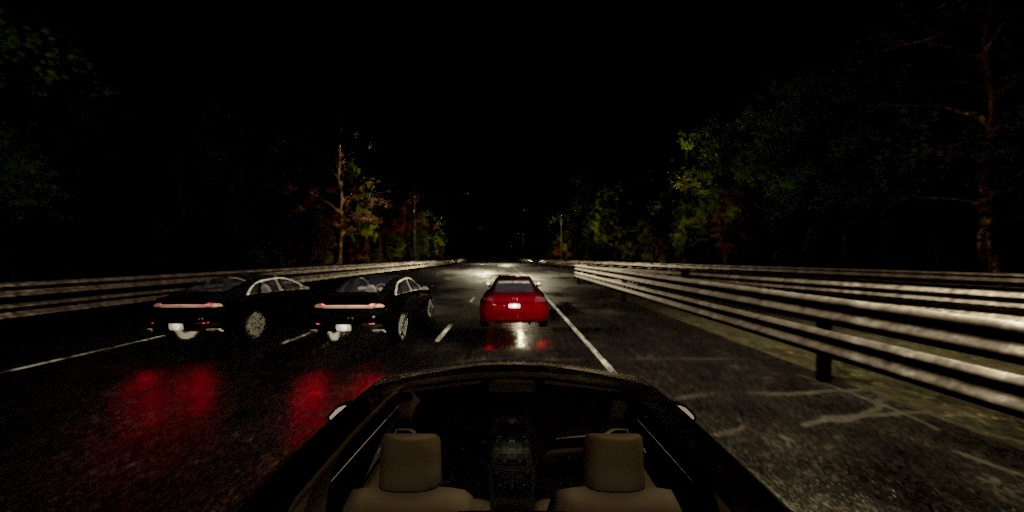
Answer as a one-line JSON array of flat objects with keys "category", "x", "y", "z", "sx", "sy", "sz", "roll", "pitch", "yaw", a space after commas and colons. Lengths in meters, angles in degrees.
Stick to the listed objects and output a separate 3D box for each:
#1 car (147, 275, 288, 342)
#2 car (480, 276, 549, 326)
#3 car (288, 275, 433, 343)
[{"category": "car", "x": -6.935, "y": 1.253, "z": 9.819, "sx": 2.128, "sy": 1.511, "sz": 4.902, "roll": 0, "pitch": 0, "yaw": 0}, {"category": "car", "x": 0.053, "y": 1.325, "z": 11.721, "sx": 1.994, "sy": 1.385, "sz": 4.181, "roll": 0, "pitch": 0, "yaw": 0}, {"category": "car", "x": -3.434, "y": 1.251, "z": 9.710, "sx": 2.128, "sy": 1.511, "sz": 4.902, "roll": 0, "pitch": 0, "yaw": 0}]
